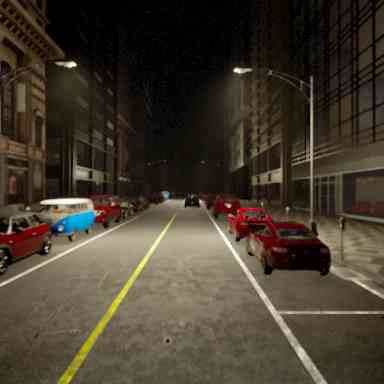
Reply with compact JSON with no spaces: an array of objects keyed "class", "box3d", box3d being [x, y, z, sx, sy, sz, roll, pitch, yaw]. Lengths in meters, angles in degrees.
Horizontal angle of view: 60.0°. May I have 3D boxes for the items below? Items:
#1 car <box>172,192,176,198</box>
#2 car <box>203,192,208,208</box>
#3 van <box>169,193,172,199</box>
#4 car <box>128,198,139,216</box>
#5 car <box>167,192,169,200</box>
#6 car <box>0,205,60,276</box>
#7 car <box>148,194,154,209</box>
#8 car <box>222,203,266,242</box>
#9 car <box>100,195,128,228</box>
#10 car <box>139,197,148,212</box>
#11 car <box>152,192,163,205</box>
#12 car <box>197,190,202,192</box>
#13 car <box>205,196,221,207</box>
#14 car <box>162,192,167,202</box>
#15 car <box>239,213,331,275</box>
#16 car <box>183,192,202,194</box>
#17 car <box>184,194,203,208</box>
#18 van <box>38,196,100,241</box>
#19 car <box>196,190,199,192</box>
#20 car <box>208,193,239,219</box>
[{"class":"car","box3d":[-5.787,0.936,83.025,1.947,1.339,4.313,1,0,0]},{"class":"car","box3d":[2.708,1.034,38.017,2.192,1.841,5.009,1,0,0]},{"class":"van","box3d":[-5.793,0.798,71.775,1.690,1.788,3.998,1,0,0]},{"class":"car","box3d":[-5.829,1.355,26.781,2.008,1.369,4.403,1,0,0]},{"class":"car","box3d":[-5.804,1.094,60.527,2.008,1.369,4.403,1,0,0]},{"class":"car","box3d":[-5.841,1.368,9.906,1.967,1.590,4.097,1,0,0]},{"class":"car","box3d":[-5.821,1.245,37.860,1.752,1.417,4.829,1,0,0]},{"class":"car","box3d":[2.688,1.432,15.521,1.887,1.381,4.507,1,0,0]},{"class":"car","box3d":[-5.831,1.161,21.154,2.192,1.841,5.009,1,0,0]},{"class":"car","box3d":[-5.825,1.306,32.405,1.887,1.381,4.507,1,0,0]},{"class":"car","box3d":[-5.812,1.176,49.278,1.887,1.381,4.507,1,0,0]},{"class":"car","box3d":[2.743,0.873,88.637,1.887,1.381,4.507,1,0,0]},{"class":"car","box3d":[2.709,1.257,43.643,1.802,1.307,4.206,1,0,0]},{"class":"car","box3d":[-5.805,0.902,54.901,2.192,1.841,5.009,1,0,0]},{"class":"car","box3d":[2.683,1.511,9.897,1.802,1.307,4.206,1,0,0]},{"class":"car","box3d":[0.039,1.103,51.813,2.128,1.511,4.902,0,0,0]},{"class":"car","box3d":[0.032,1.253,41.811,1.994,1.385,4.181,0,0,0]},{"class":"van","box3d":[-5.836,1.228,15.530,1.690,1.788,3.998,1,0,0]},{"class":"car","box3d":[2.748,0.725,94.260,1.967,1.590,4.097,1,0,0]},{"class":"car","box3d":[2.699,1.119,26.768,2.192,1.841,5.009,1,0,0]}]
